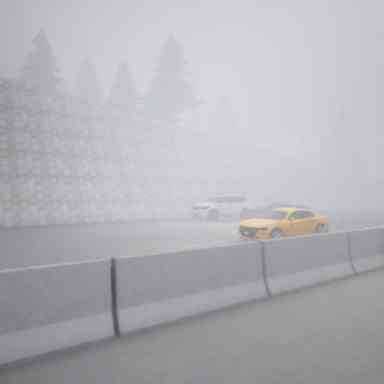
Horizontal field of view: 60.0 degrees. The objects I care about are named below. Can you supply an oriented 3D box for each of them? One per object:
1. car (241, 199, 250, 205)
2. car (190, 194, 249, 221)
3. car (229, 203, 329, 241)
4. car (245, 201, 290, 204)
[{"bbox_3d":[6.526,1.504,25.731,4.902,1.511,2.128,0,0,-35],"label":"car"},{"bbox_3d":[2.494,1.216,27.174,5.566,2.045,2.150,0,0,-35],"label":"car"},{"bbox_3d":[4.369,1.486,15.645,5.008,1.535,1.882,0,0,-35],"label":"car"},{"bbox_3d":[5.908,1.518,21.014,4.892,1.490,1.837,0,0,-35],"label":"car"}]
